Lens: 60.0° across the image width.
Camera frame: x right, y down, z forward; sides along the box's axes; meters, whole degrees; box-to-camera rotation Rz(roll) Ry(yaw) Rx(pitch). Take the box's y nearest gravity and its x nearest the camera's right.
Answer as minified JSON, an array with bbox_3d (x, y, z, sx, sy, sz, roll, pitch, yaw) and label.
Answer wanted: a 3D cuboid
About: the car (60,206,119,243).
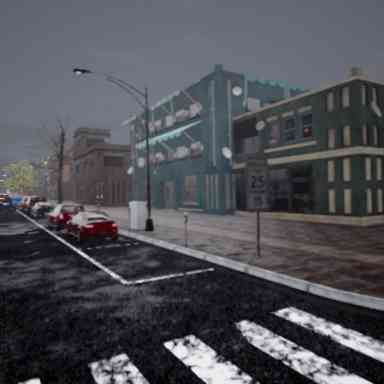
[{"bbox_3d":[-4.676,1.525,15.439,1.802,1.307,4.206,0,0,-31],"label":"car"}]

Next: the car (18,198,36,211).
[{"bbox_3d":[-21.886,1.612,44.125,1.752,1.417,4.829,0,0,-31],"label":"car"}]

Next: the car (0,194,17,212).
[{"bbox_3d":[-22.004,1.472,39.258,2.097,1.767,4.553,-1,0,-31],"label":"car"}]

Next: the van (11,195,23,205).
[{"bbox_3d":[-33.214,1.500,63.003,1.690,1.788,3.998,0,0,-31],"label":"van"}]

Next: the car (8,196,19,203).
[{"bbox_3d":[-38.920,1.632,72.515,1.967,1.590,4.097,0,0,-31],"label":"car"}]

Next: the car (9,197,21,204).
[{"bbox_3d":[-36.066,1.742,67.759,1.947,1.339,4.313,0,0,-31],"label":"car"}]

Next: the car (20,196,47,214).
[{"bbox_3d":[-16.092,1.358,34.464,2.192,1.841,5.009,0,0,-31],"label":"car"}]

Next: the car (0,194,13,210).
[{"bbox_3d":[-27.218,1.380,47.945,2.150,2.045,5.566,-1,1,-31],"label":"car"}]

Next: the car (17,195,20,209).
[{"bbox_3d":[-18.946,1.380,39.223,2.192,1.841,5.009,0,0,-31],"label":"car"}]

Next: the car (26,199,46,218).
[{"bbox_3d":[-13.237,1.570,29.709,2.008,1.369,4.403,0,0,-31],"label":"car"}]

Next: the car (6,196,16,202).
[{"bbox_3d":[-44.627,1.766,82.028,1.887,1.381,4.507,0,0,-31],"label":"car"}]

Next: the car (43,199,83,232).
[{"bbox_3d":[-7.532,1.409,20.197,1.967,1.590,4.097,0,0,-31],"label":"car"}]
